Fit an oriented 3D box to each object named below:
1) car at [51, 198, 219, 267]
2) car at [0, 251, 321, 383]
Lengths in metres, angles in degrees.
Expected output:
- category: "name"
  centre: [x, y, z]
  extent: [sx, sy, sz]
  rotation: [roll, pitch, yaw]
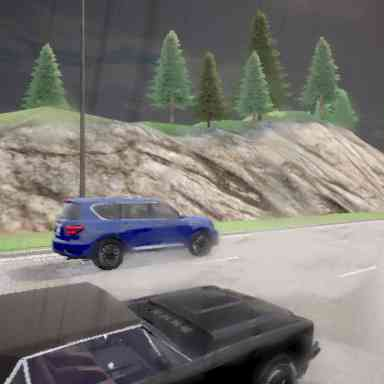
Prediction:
- category: "car"
  centre: [-1.695, 1.218, 11.140]
  extent: [5.566, 2.045, 2.150]
  rotation: [0, 0, -36]
- category: "car"
  centre: [-0.910, 1.601, 3.089]
  extent: [4.718, 1.301, 1.895]
  rotation: [0, 0, -36]
